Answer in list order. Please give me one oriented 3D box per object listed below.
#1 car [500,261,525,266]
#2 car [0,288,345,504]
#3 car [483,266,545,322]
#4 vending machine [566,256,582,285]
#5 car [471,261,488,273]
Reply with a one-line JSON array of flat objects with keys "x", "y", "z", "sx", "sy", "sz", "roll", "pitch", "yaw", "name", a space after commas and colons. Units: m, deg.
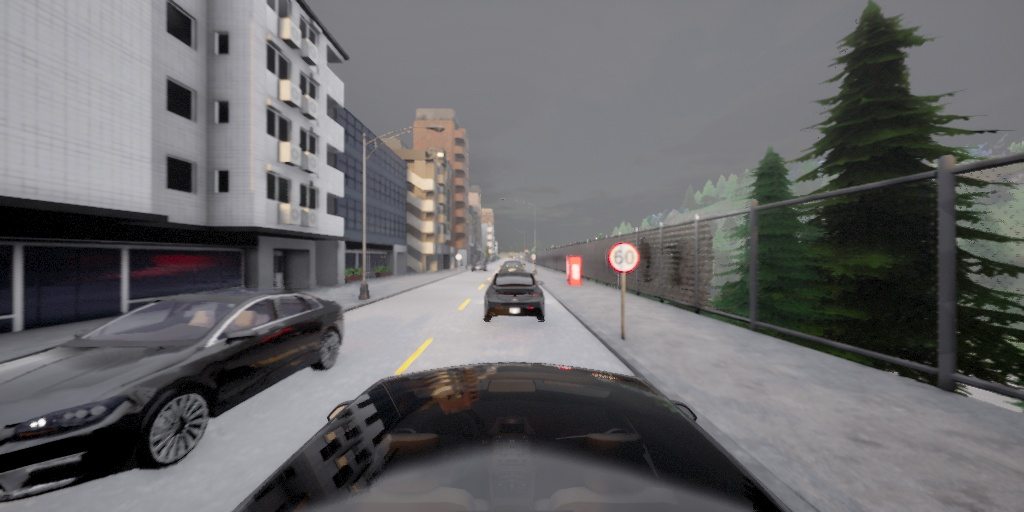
[{"x": 0.012, "y": 1.162, "z": 30.164, "sx": 2.097, "sy": 1.767, "sz": 4.553, "roll": 0, "pitch": 0, "yaw": 0, "name": "car"}, {"x": -4.105, "y": 1.254, "z": 4.937, "sx": 2.128, "sy": 1.511, "sz": 4.902, "roll": 0, "pitch": 0, "yaw": 0, "name": "car"}, {"x": 0.070, "y": 1.277, "z": 12.402, "sx": 1.837, "sy": 1.490, "sz": 4.892, "roll": 0, "pitch": 0, "yaw": 0, "name": "car"}, {"x": 4.231, "y": 0.987, "z": 24.373, "sx": 1.100, "sy": 2.100, "sz": 0.880, "roll": 0, "pitch": 0, "yaw": 0, "name": "vending machine"}, {"x": -4.225, "y": 1.344, "z": 46.890, "sx": 2.128, "sy": 1.511, "sz": 4.902, "roll": 0, "pitch": 0, "yaw": 0, "name": "car"}]
